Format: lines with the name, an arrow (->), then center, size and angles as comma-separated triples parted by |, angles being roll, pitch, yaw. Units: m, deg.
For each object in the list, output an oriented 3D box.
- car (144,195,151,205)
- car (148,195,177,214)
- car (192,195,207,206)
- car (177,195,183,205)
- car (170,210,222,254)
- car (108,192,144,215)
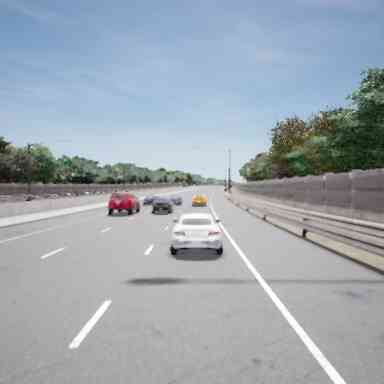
car -> -5.894, 1.162, 48.173 | 2.033, 1.411, 5.357 | 0, 1, 1
car -> -2.892, 1.339, 33.830 | 1.837, 1.490, 4.892 | 0, 0, 2
car -> 1.088, 1.102, 47.564 | 1.882, 1.535, 5.008 | 0, 1, 2
car -> -2.404, 1.162, 48.170 | 2.033, 1.411, 5.357 | 0, 1, 4
car -> 0.188, 1.552, 13.490 | 1.812, 1.442, 4.674 | 0, 0, 1
car -> -6.456, 1.070, 32.158 | 2.150, 2.045, 5.566 | 0, 0, 3
